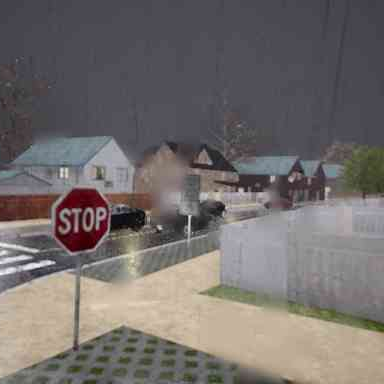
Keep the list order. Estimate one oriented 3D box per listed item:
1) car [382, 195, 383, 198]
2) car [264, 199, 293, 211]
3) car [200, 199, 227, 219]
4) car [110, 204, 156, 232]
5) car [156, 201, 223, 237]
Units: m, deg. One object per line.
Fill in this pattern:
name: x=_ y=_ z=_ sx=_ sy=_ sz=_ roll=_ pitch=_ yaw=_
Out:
car: x=41.291 y=1.238 z=70.119 sx=4.674 sy=1.442 sz=1.812 roll=0 pitch=3 yaw=-43
car: x=10.323 y=1.465 z=39.676 sx=1.895 sy=1.301 sz=4.718 roll=4 pitch=2 yaw=37
car: x=1.101 y=1.378 z=26.380 sx=1.837 sy=1.490 sz=4.892 roll=3 pitch=2 yaw=33
car: x=-4.445 y=1.388 z=17.427 sx=2.128 sy=1.511 sz=4.902 roll=3 pitch=2 yaw=32
car: x=-0.321 y=1.536 z=18.801 sx=1.837 sy=1.490 sz=4.892 roll=3 pitch=2 yaw=31
